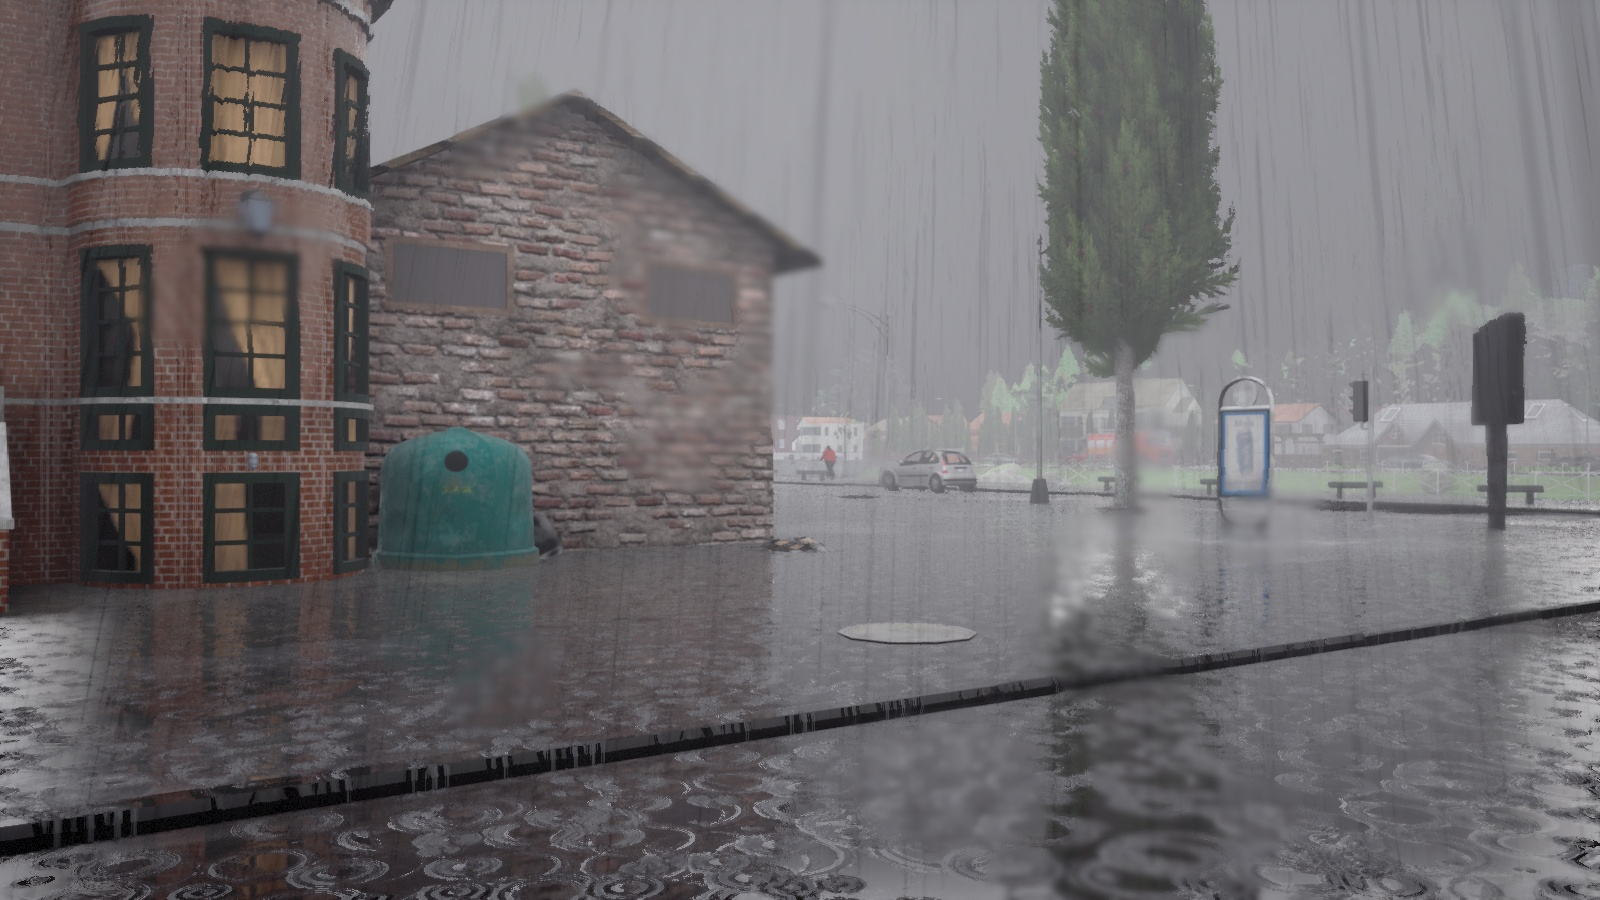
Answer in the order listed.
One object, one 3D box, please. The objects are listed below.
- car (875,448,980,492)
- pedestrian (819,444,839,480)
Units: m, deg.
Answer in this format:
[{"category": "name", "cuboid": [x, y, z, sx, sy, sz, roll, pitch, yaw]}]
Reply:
[{"category": "car", "cuboid": [4.879, 0.743, 48.484, 1.851, 1.617, 3.988, 0, 0, -35]}, {"category": "pedestrian", "cuboid": [1.488, 0.600, 64.542, 0.634, 1.844, 0.899, 0, 0, -30]}]
